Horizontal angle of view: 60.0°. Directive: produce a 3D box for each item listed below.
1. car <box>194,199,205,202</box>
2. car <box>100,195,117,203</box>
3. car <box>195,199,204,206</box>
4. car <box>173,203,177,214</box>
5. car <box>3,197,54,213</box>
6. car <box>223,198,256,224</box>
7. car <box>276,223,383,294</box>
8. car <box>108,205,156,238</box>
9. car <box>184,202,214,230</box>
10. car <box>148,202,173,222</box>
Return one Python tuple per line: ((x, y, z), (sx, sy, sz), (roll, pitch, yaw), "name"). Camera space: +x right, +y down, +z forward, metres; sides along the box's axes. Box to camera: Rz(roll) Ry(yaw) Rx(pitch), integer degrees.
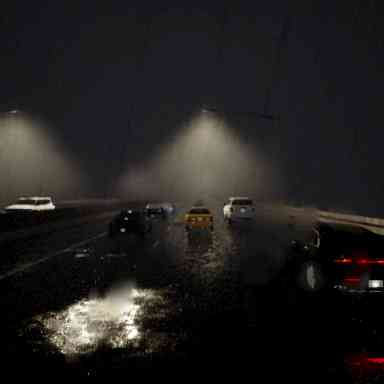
((1.380, 2.132, 62.761), (2.128, 1.511, 4.902), (0, -1, 2), "car")
((-16.149, 1.488, 64.664), (2.150, 2.045, 5.566), (0, -1, 2), "car")
((1.822, 2.327, 76.490), (2.033, 1.411, 5.357), (0, -1, 2), "car")
((-2.931, 1.948, 40.543), (2.033, 1.411, 5.357), (0, -1, 1), "car")
((-13.784, 1.493, 28.442), (2.150, 2.045, 5.566), (0, -1, 1), "car")
((3.896, 1.493, 27.867), (2.150, 2.045, 5.566), (0, -1, 1), "car")
((3.652, 1.590, 9.011), (1.837, 1.490, 4.892), (0, -1, 0), "car")
((-3.358, 1.702, 18.612), (1.812, 1.442, 4.674), (0, -1, 1), "car")
((0.448, 1.674, 22.711), (1.801, 1.575, 5.366), (0, -1, -1), "car")
((-3.179, 1.779, 29.578), (2.128, 1.511, 4.902), (0, -1, 1), "car")
